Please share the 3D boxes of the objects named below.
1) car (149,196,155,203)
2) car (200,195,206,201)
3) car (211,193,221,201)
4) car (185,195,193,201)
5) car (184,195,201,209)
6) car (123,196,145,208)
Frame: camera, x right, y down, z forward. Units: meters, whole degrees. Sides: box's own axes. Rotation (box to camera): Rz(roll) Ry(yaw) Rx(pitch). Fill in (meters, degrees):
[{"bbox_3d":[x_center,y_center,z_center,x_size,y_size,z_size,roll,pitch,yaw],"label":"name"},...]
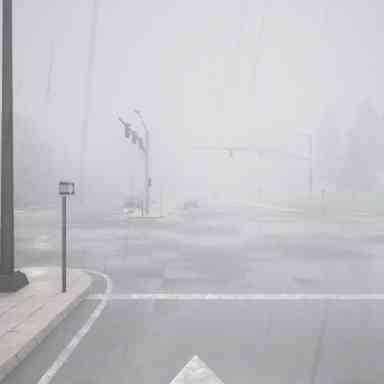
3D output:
[{"bbox_3d":[-8.516,1.506,66.757,1.837,1.490,4.892,0,0,-1],"label":"car"},{"bbox_3d":[2.693,1.524,85.929,1.812,1.442,4.674,0,0,-1],"label":"car"},{"bbox_3d":[6.193,1.225,85.939,2.150,2.045,5.566,0,0,-1],"label":"car"},{"bbox_3d":[-0.806,1.500,85.866,1.837,1.490,4.892,0,0,-1],"label":"car"},{"bbox_3d":[-0.153,1.526,44.823,1.812,1.442,4.674,0,0,-1],"label":"car"},{"bbox_3d":[-8.284,1.353,46.927,2.097,1.767,4.553,0,0,-1],"label":"car"}]
